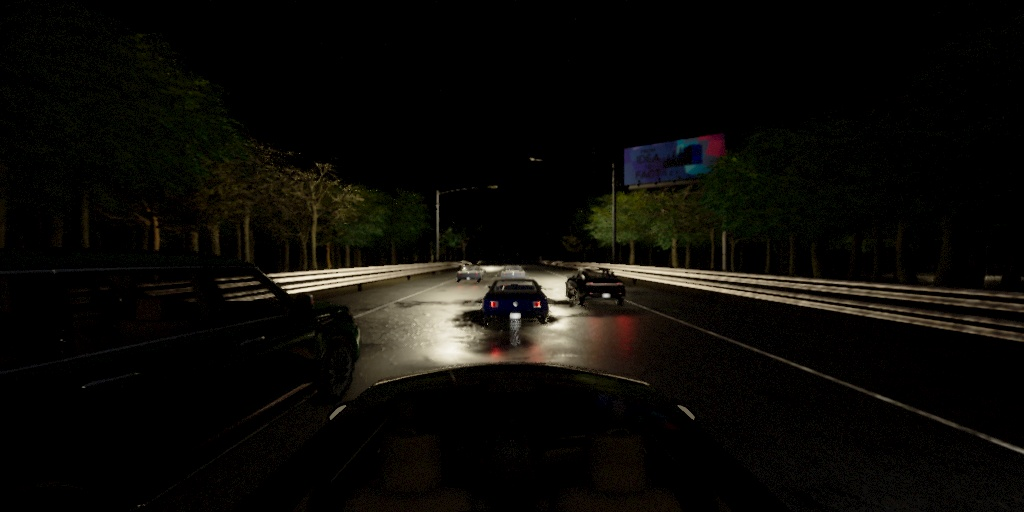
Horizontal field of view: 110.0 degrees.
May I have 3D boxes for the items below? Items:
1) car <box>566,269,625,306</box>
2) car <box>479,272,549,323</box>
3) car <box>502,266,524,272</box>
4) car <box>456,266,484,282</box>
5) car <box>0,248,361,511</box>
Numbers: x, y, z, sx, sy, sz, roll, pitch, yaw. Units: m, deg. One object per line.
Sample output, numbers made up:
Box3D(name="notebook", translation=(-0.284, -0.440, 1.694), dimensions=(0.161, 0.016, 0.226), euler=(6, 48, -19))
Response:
Box3D(name="car", translation=(3.597, 1.305, 16.109), dimensions=(2.128, 1.511, 4.902), euler=(0, 0, 0))
Box3D(name="car", translation=(0.100, 1.397, 12.288), dimensions=(1.895, 1.301, 4.718), euler=(0, 0, 0))
Box3D(name="car", translation=(0.095, 1.475, 29.981), dimensions=(1.895, 1.301, 4.718), euler=(0, 0, 0))
Box3D(name="car", translation=(-3.401, 1.476, 30.070), dimensions=(1.895, 1.301, 4.718), euler=(0, 0, 0))
Box3D(name="car", translation=(-3.398, 0.978, 3.155), dimensions=(2.150, 2.045, 5.566), euler=(0, 0, 0))
